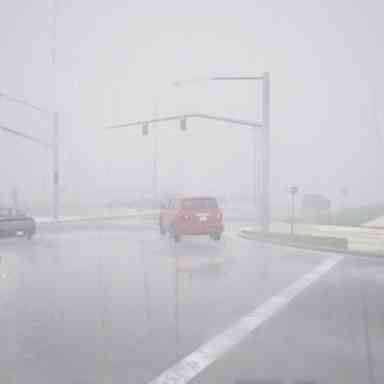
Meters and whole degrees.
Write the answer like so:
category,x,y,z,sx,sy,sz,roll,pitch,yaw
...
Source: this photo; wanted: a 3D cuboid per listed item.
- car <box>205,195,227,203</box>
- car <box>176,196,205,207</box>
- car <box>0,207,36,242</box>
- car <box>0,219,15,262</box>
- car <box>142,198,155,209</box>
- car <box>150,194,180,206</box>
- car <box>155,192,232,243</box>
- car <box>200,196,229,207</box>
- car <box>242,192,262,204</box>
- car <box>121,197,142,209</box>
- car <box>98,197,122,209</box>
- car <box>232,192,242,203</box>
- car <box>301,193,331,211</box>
category,x,y,z,sx,sy,sz,roll,pitch,yaw
car,4.642,1.288,63.143,1.882,1.535,5.008,0,1,37
car,-0.223,1.334,50.606,1.837,1.490,4.892,0,1,36
car,-8.772,1.403,14.551,4.902,1.511,2.128,0,0,36
car,-7.385,1.483,9.262,5.357,1.411,2.033,0,0,36
car,-3.059,1.072,40.788,2.150,2.045,5.566,0,0,36
car,-4.089,1.162,51.240,2.097,1.767,4.553,0,0,36
car,-0.195,1.167,16.143,2.150,2.045,5.566,-1,1,-14
car,3.470,1.328,49.731,1.882,1.535,5.008,0,0,36
car,11.586,1.202,60.796,2.097,1.767,4.553,0,0,37
car,-6.370,1.394,42.189,1.994,1.385,4.181,0,0,36
car,-9.988,1.336,43.186,1.812,1.442,4.674,0,0,37
car,9.651,1.054,64.022,2.150,2.045,5.566,0,0,36
car,14.716,1.158,39.399,2.150,2.045,5.566,0,0,36
